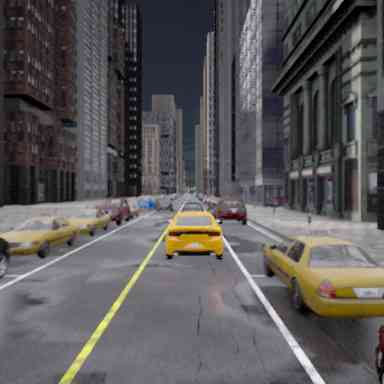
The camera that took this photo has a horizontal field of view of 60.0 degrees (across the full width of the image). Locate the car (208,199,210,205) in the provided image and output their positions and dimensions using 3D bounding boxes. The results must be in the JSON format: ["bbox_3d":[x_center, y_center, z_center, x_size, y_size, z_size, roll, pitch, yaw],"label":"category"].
[{"bbox_3d":[2.756,1.587,29.888,2.008,1.369,4.403,0,0,0],"label":"car"}]

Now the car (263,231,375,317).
[{"bbox_3d":[2.760,1.533,7.496,1.752,1.417,4.829,0,0,0],"label":"car"}]

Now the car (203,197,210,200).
[{"bbox_3d":[2.753,1.605,41.169,2.008,1.369,4.403,0,0,0],"label":"car"}]

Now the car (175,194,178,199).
[{"bbox_3d":[-5.782,1.705,91.927,2.008,1.369,4.403,0,0,0],"label":"car"}]

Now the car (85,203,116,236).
[{"bbox_3d":[-5.767,1.546,18.428,1.752,1.417,4.829,0,0,0],"label":"car"}]

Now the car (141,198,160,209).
[{"bbox_3d":[-5.773,1.615,46.801,2.008,1.369,4.403,0,0,0],"label":"car"}]

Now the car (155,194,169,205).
[{"bbox_3d":[-5.777,1.412,63.724,2.192,1.841,5.009,0,0,0],"label":"car"}]

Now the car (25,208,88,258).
[{"bbox_3d":[-5.766,1.539,12.787,1.752,1.417,4.829,0,0,0],"label":"car"}]

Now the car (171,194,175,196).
[{"bbox_3d":[-5.779,1.697,80.646,1.947,1.339,4.313,0,0,0],"label":"car"}]

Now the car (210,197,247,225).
[{"bbox_3d":[2.756,1.343,24.248,2.192,1.841,5.009,0,0,0],"label":"car"}]

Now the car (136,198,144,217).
[{"bbox_3d":[-5.769,1.561,29.709,1.752,1.417,4.829,0,0,0],"label":"car"}]

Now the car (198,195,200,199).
[{"bbox_3d":[2.748,1.675,69.371,1.947,1.339,4.313,0,0,0],"label":"car"}]

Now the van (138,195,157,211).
[{"bbox_3d":[-5.772,1.395,41.161,1.690,1.788,3.998,0,0,0],"label":"van"}]

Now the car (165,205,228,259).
[{"bbox_3d":[0.083,1.491,12.704,1.882,1.535,5.008,0,0,0],"label":"car"}]

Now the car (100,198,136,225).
[{"bbox_3d":[-5.769,1.343,24.239,2.192,1.841,5.009,0,0,0],"label":"car"}]

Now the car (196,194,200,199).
[{"bbox_3d":[2.745,1.688,86.293,1.887,1.381,4.507,0,0,0],"label":"car"}]

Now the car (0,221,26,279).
[{"bbox_3d":[-5.765,1.574,7.316,1.947,1.339,4.313,0,0,0],"label":"car"}]

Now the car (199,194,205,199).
[{"bbox_3d":[2.749,1.526,58.090,1.967,1.590,4.097,0,0,0],"label":"car"}]

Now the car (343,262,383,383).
[{"bbox_3d":[2.761,1.547,1.685,1.887,1.381,4.507,0,0,0],"label":"car"}]

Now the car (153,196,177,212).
[{"bbox_3d":[-3.102,1.555,38.983,1.837,1.490,4.892,0,0,0],"label":"car"}]

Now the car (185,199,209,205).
[{"bbox_3d":[0.081,1.580,27.199,2.033,1.411,5.357,0,0,0],"label":"car"}]
